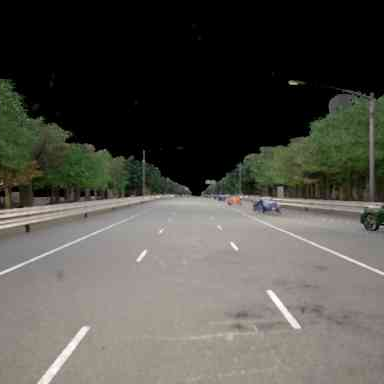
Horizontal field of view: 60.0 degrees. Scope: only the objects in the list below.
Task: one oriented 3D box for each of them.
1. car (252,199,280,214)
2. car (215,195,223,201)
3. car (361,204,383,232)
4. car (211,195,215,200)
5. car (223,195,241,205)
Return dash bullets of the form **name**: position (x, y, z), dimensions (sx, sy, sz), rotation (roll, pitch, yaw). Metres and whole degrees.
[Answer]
- **car**: position (7.842, 1.489, 35.249), dimensions (1.812, 1.442, 4.674), rotation (0, 0, -7)
- **car**: position (7.007, 1.398, 77.597), dimensions (1.882, 1.535, 5.008), rotation (0, 0, 0)
- **car**: position (11.601, 1.221, 17.450), dimensions (2.150, 2.045, 5.566), rotation (0, 0, -17)
- **car**: position (7.066, 1.495, 94.588), dimensions (1.837, 1.490, 4.892), rotation (0, 0, 0)
- **car**: position (6.951, 1.271, 56.087), dimensions (2.097, 1.767, 4.553), rotation (0, 0, 0)
